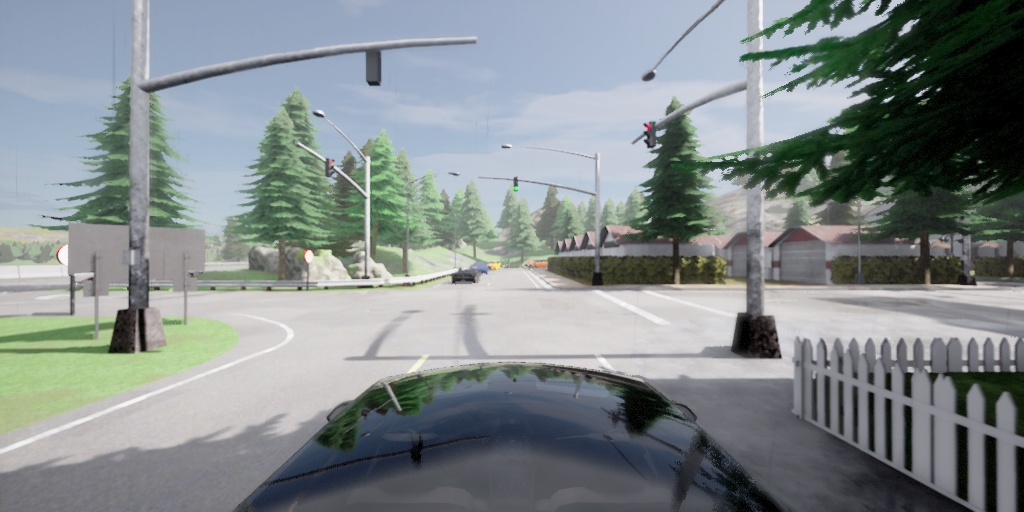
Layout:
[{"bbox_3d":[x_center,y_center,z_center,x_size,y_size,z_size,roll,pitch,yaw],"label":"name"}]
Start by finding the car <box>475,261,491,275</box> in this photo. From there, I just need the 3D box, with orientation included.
[{"bbox_3d":[-3.738,1.444,42.148,1.882,1.535,5.008,0,0,-4],"label":"car"}]

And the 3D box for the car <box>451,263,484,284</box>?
[{"bbox_3d":[-3.586,1.495,28.514,1.895,1.301,4.718,0,0,0],"label":"car"}]

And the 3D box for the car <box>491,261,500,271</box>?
[{"bbox_3d":[-3.142,1.511,55.543,1.882,1.535,5.008,-1,0,11],"label":"car"}]
